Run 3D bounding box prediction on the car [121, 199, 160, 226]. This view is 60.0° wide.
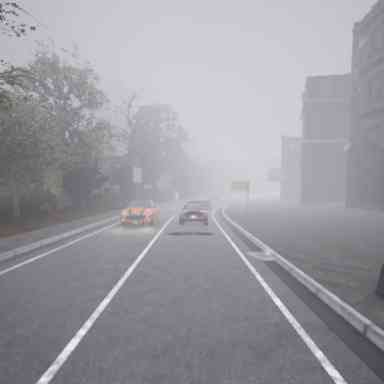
[{"bbox_3d":[-3.513,1.307,23.155,2.097,1.767,4.553,0,0,1],"label":"car"}]

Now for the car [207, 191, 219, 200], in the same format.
[{"bbox_3d":[3.630,0.653,63.156,2.097,1.767,4.553,2,3,22],"label":"car"}]

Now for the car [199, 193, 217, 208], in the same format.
[{"bbox_3d":[1.691,1.325,42.729,1.882,1.535,5.008,1,1,9],"label":"car"}]

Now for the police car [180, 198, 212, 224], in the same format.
[{"bbox_3d":[0.153,1.464,24.298,2.038,1.542,4.974,0,0,1],"label":"police car"}]
